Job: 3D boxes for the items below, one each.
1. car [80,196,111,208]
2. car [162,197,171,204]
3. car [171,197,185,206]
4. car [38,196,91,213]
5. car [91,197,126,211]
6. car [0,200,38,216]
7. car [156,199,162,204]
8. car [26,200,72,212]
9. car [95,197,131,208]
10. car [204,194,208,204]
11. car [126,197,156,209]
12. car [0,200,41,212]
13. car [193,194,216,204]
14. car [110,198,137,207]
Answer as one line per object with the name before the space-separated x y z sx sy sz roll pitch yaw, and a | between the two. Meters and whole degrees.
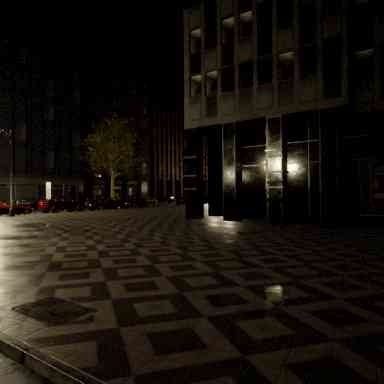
car | -14.278 1.487 49.298 1.967 1.590 4.097 -1 0 35
car | -4.634 1.577 63.201 1.947 1.339 4.313 -1 0 35
car | -0.848 1.465 53.703 1.887 1.381 4.507 -1 0 35
car | -13.703 1.292 35.171 2.192 1.841 5.009 -1 0 35
car | -10.487 1.527 39.803 1.947 1.339 4.313 -1 0 35
car | -16.914 1.578 30.536 1.802 1.307 4.206 -1 0 35
car | -7.945 1.547 58.426 1.752 1.417 4.829 -1 0 35
car | -17.211 1.640 40.238 1.895 1.301 4.718 -1 0 35
car | -11.456 1.503 48.510 2.128 1.511 4.902 -1 0 35
car | 2.364 1.225 58.338 2.192 1.841 5.009 -1 0 35
car | -7.274 1.511 44.435 1.947 1.339 4.313 -1 0 35
car | -20.703 1.644 40.030 1.947 1.339 4.313 -1 0 35
car | 2.450 1.286 62.985 2.097 1.767 4.553 -1 0 35
car | -11.062 1.615 53.932 1.802 1.307 4.206 -1 0 35
